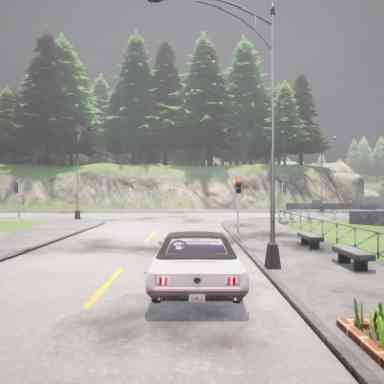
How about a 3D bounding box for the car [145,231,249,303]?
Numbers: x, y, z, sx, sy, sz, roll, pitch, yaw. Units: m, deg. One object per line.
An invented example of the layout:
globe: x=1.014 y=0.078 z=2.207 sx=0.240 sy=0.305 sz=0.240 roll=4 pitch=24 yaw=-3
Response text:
car: x=0.097 y=1.601 z=8.139 sx=1.895 sy=1.301 sz=4.718 roll=0 pitch=0 yaw=0
